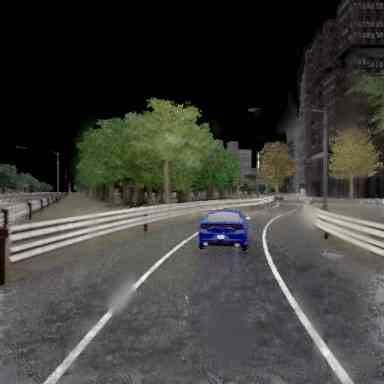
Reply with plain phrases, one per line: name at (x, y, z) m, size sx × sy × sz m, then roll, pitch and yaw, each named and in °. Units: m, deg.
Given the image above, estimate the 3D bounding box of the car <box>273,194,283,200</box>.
car at (23.269, 1.330, 90.054) m, size 2.097 × 1.767 × 4.553 m, roll 0°, pitch 0°, yaw 4°

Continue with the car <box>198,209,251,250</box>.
car at (1.511, 1.501, 14.598) m, size 1.882 × 1.535 × 5.008 m, roll 0°, pitch 0°, yaw 11°
